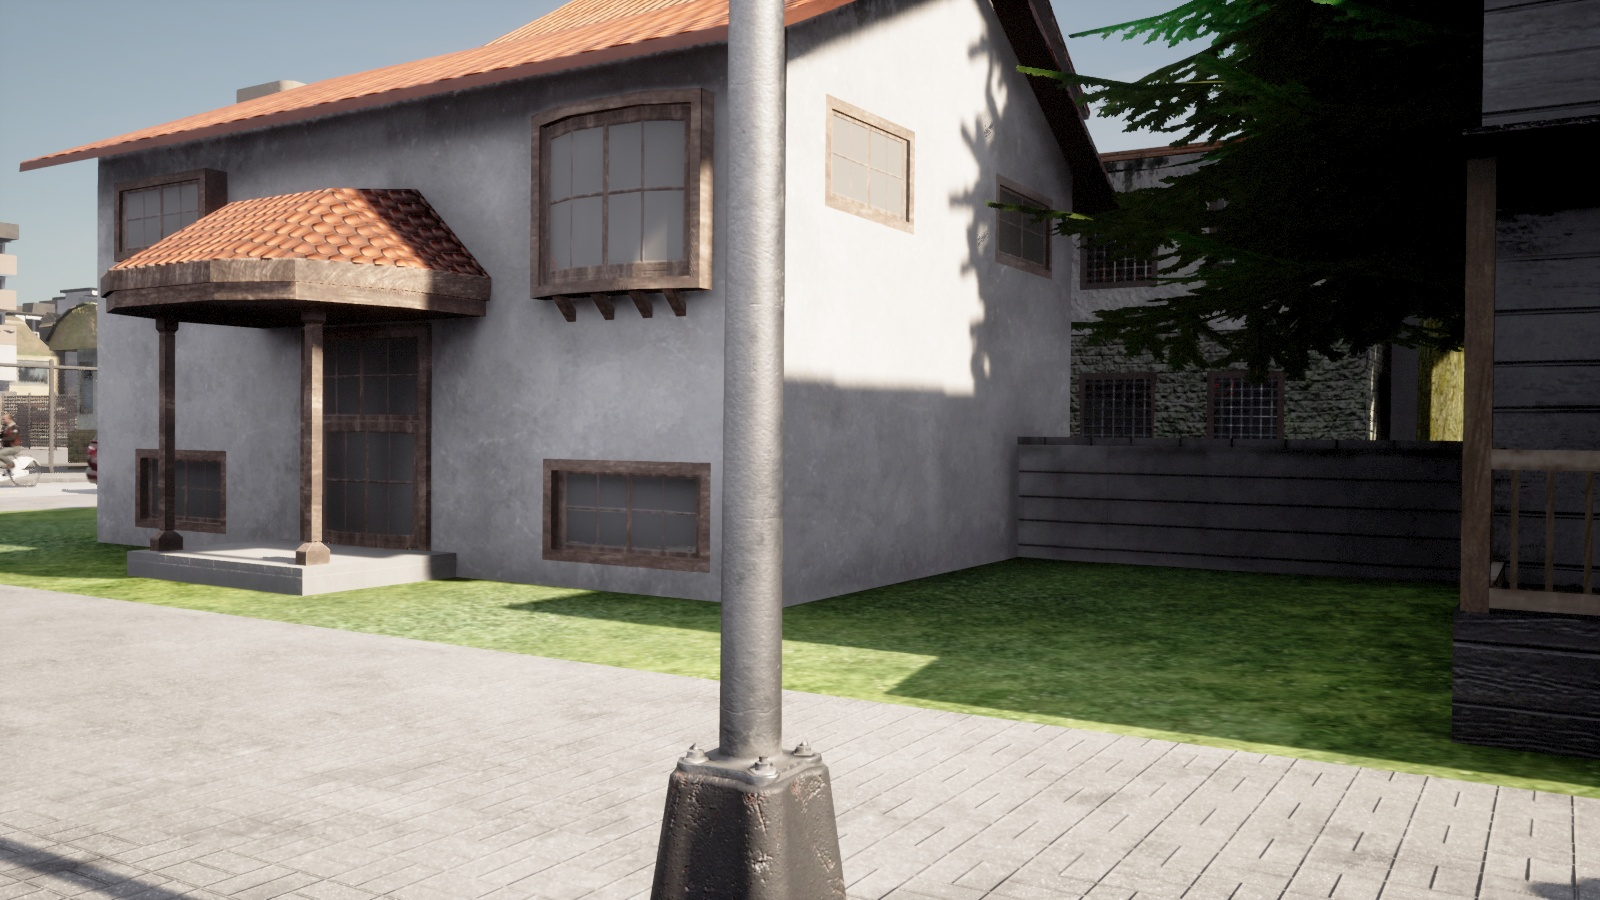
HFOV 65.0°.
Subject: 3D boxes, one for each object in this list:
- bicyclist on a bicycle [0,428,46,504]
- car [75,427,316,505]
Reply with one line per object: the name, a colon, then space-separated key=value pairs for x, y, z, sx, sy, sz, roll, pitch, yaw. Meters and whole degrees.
bicyclist on a bicycle: x=-18.782 y=0.371 z=29.369 sx=0.659 sy=1.776 sz=1.843 roll=0 pitch=1 yaw=32
car: x=-14.051 y=0.302 z=29.471 sx=2.242 sy=1.667 sz=4.611 roll=0 pitch=1 yaw=31
